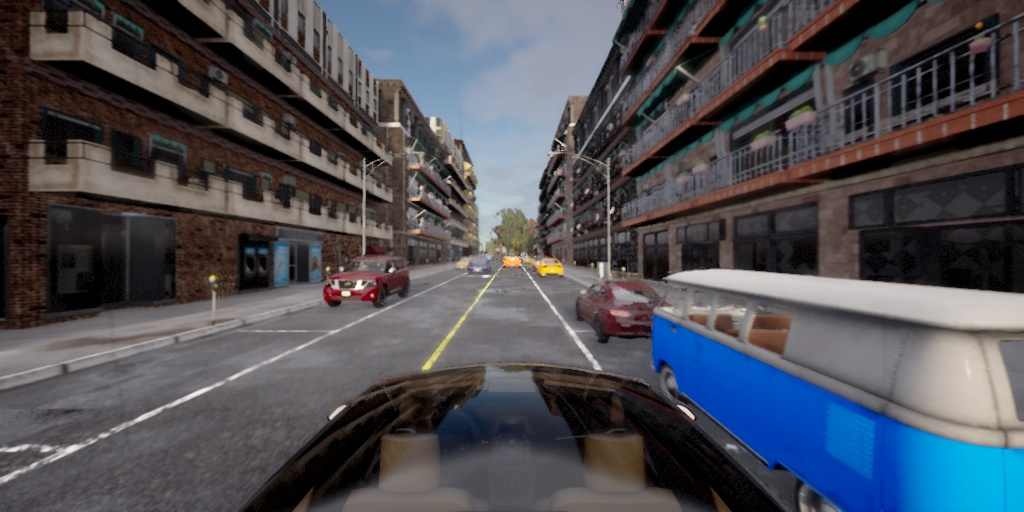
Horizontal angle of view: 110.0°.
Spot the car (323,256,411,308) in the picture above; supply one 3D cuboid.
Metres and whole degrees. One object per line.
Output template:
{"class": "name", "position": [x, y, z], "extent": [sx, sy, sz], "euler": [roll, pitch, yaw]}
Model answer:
{"class": "car", "position": [-5.682, 0.942, 14.781], "extent": [2.192, 1.841, 5.009], "euler": [0, 0, 0]}

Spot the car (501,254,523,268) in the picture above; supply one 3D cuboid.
{"class": "car", "position": [0.028, 0.549, 45.569], "extent": [2.097, 1.767, 4.553], "euler": [0, 0, 0]}

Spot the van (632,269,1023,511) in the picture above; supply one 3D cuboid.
{"class": "van", "position": [2.692, 1.075, 3.413], "extent": [1.690, 1.789, 3.998], "euler": [0, 0, 0]}

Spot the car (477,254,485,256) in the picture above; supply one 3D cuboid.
{"class": "car", "position": [-5.660, 0.700, 54.411], "extent": [1.967, 1.591, 4.097], "euler": [0, 0, 0]}

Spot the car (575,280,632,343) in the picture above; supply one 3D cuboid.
{"class": "car", "position": [2.696, 1.263, 9.074], "extent": [1.802, 1.307, 4.207], "euler": [0, 0, 0]}

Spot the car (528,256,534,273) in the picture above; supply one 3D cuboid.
{"class": "car", "position": [3.133, 0.770, 37.277], "extent": [2.097, 1.767, 4.553], "euler": [0, 1, 0]}

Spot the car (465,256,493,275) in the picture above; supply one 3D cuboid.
{"class": "car", "position": [-3.078, 0.970, 34.364], "extent": [1.812, 1.442, 4.674], "euler": [0, 1, 0]}

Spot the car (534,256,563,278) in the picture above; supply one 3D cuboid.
{"class": "car", "position": [3.156, 0.959, 30.307], "extent": [1.882, 1.535, 5.008], "euler": [0, 1, 0]}

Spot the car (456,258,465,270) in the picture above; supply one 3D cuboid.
{"class": "car", "position": [-5.667, 0.889, 42.918], "extent": [1.751, 1.417, 4.829], "euler": [0, 0, 0]}
